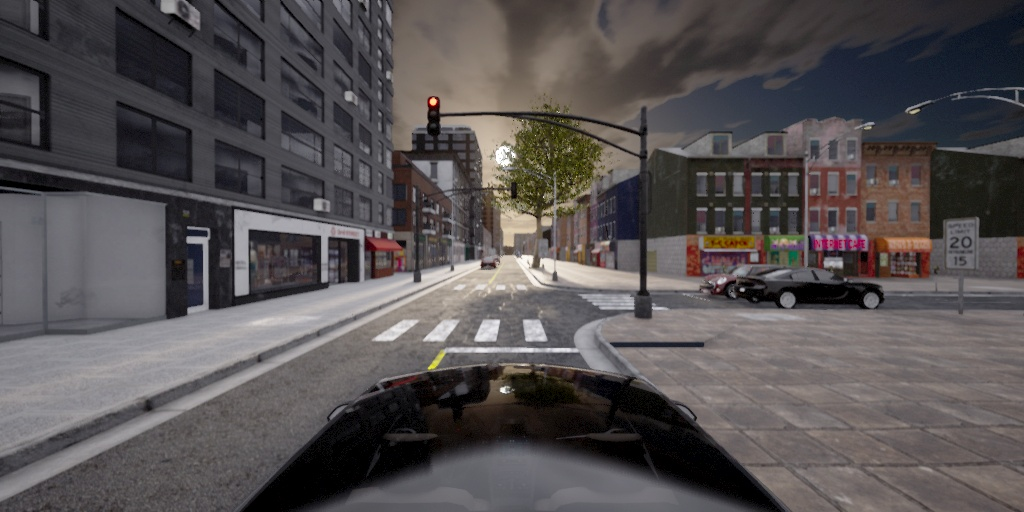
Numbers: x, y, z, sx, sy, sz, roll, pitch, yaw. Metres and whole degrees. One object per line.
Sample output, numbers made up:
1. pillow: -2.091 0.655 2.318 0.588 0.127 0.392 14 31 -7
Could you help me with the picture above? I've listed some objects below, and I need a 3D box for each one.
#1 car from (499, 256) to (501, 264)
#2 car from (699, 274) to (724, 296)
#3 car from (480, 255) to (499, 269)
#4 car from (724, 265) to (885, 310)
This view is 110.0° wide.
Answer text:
1. car: -2.934 0.528 62.870 1.882 1.535 5.008 0 1 0
2. car: 10.878 1.107 16.496 4.097 1.591 1.967 0 0 0
3. car: -2.975 0.773 45.843 1.882 1.535 5.008 0 1 0
4. car: 11.366 1.168 13.855 5.008 1.535 1.882 0 0 0
